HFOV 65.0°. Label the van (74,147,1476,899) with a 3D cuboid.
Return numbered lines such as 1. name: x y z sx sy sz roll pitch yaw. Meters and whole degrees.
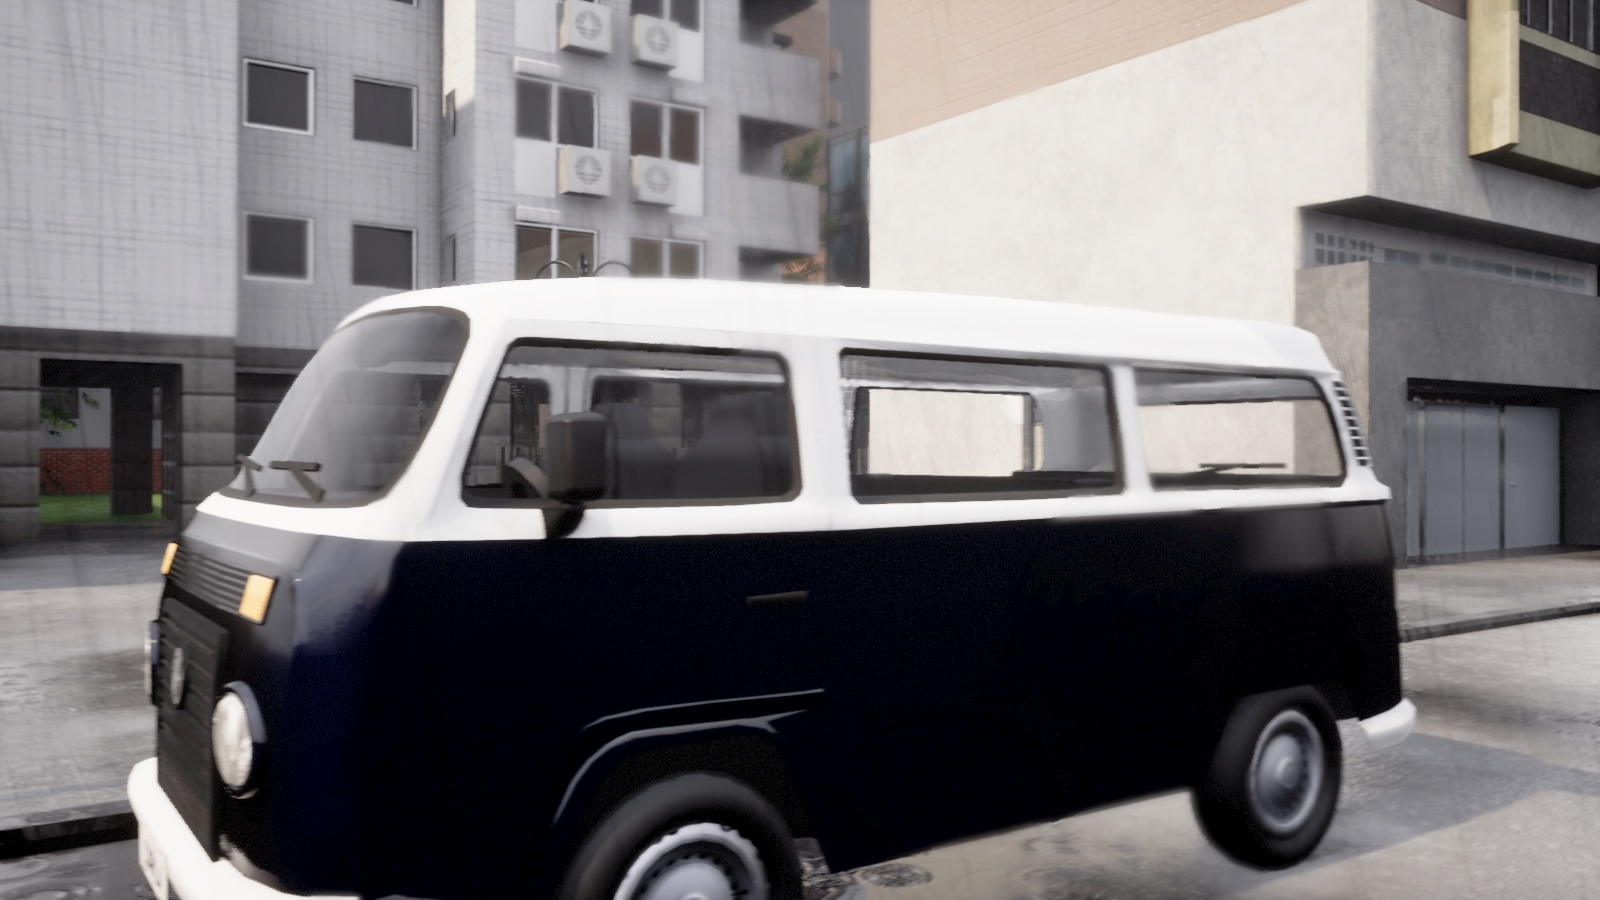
1. van: 0.150 0.478 4.373 4.480 2.038 2.069 0 0 -35
